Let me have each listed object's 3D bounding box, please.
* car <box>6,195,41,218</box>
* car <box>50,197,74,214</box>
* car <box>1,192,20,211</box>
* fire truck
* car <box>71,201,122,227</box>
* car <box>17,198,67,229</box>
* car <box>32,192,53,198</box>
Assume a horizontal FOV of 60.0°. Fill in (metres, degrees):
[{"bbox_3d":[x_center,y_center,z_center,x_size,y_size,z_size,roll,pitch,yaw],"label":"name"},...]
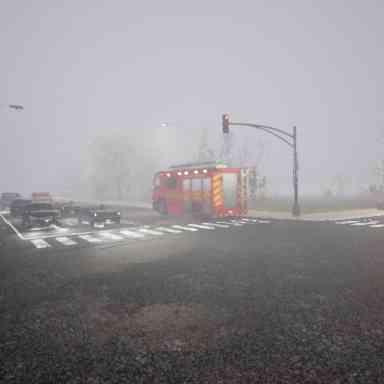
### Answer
[{"bbox_3d":[-15.129,1.368,29.764,1.882,1.535,5.008,-2,1,-32],"label":"car"},{"bbox_3d":[-11.133,1.390,29.544,1.895,1.301,4.718,-2,1,-32],"label":"car"},{"bbox_3d":[-21.828,1.088,40.306,2.150,2.045,5.566,-2,1,-32],"label":"car"},{"bbox_3d":[0.192,-0.061,23.901,2.891,3.827,8.468,-2,1,-32],"label":"fire truck"},{"bbox_3d":[-6.220,1.406,21.813,1.895,1.301,4.718,-2,1,-32],"label":"car"},{"bbox_3d":[-9.699,1.413,21.217,1.837,1.490,4.892,-2,1,-33],"label":"car"},{"bbox_3d":[-18.953,0.982,41.832,2.150,2.045,5.566,-2,2,-33],"label":"car"}]
